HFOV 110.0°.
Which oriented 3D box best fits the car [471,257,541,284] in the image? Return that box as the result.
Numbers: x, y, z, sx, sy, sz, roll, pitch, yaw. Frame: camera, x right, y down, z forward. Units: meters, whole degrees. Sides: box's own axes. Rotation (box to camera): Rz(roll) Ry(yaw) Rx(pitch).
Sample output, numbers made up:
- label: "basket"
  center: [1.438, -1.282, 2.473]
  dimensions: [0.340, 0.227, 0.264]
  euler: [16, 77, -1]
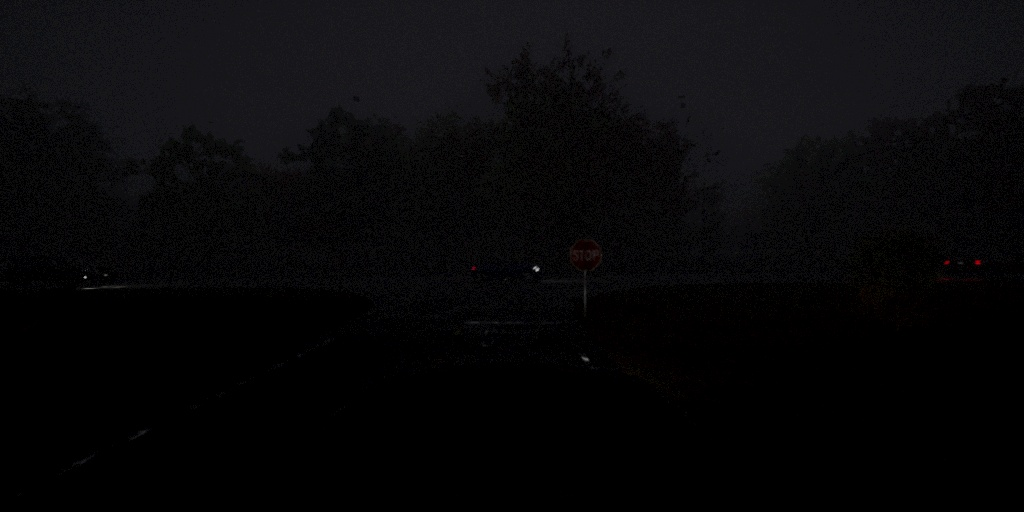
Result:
- label: "car"
  center: [-0.380, 0.815, 23.436]
  dimensions: [4.553, 1.767, 2.097]
  euler: [-1, 1, 0]

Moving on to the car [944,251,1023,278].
- label: "car"
  center: [31.605, 0.464, 23.581]
  dimensions: [4.553, 1.767, 2.097]
  euler: [-1, 0, 0]

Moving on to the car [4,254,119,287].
- label: "car"
  center: [-29.203, 0.912, 23.323]
  dimensions: [5.566, 2.045, 2.150]
  euler: [-1, 0, 0]
